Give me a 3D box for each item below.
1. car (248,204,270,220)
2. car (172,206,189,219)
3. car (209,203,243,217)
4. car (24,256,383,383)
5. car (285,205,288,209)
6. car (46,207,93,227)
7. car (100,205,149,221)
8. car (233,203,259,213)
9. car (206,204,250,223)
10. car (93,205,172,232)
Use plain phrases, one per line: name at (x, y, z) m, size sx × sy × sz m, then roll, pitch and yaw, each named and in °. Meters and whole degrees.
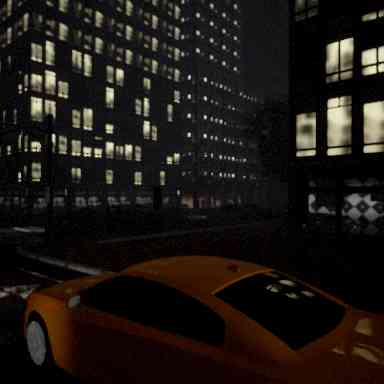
car at (7.034, 2.332, 37.001) m, size 1.802 × 1.307 × 4.206 m, roll 0°, pitch -1°, yaw 42°
car at (-2.568, 2.185, 34.918) m, size 2.033 × 1.411 × 5.357 m, roll 0°, pitch -1°, yaw 42°
car at (4.469, 2.274, 42.804) m, size 1.837 × 1.490 × 4.892 m, roll 0°, pitch -1°, yaw 42°
car at (-0.192, 1.526, 3.954) m, size 5.008 × 1.535 × 1.882 m, roll -1°, pitch -1°, yaw 41°
car at (19.407, 2.601, 63.493) m, size 1.752 × 1.417 × 4.829 m, roll 0°, pitch -1°, yaw 42°
car at (-9.391, 2.013, 27.312) m, size 1.837 × 1.490 × 4.892 m, roll 0°, pitch -1°, yaw 43°
car at (-6.842, 2.112, 34.023) m, size 1.752 × 1.417 × 4.829 m, roll 0°, pitch -1°, yaw 42°
car at (8.271, 2.437, 50.989) m, size 1.947 × 1.339 × 4.313 m, roll 0°, pitch -1°, yaw 42°
car at (3.396, 2.207, 32.916) m, size 1.752 × 1.417 × 4.829 m, roll 0°, pitch -1°, yaw 42°
car at (-4.218, 1.852, 24.369) m, size 2.192 × 1.841 × 5.009 m, roll 0°, pitch -1°, yaw 42°
